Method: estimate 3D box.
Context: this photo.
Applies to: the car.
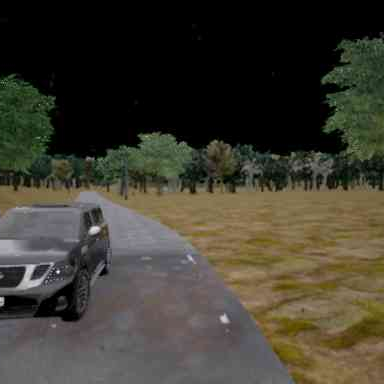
[{"bbox_3d":[-3.218,1.285,7.662,2.150,2.045,5.566,0,0,-6],"label":"car"}]
